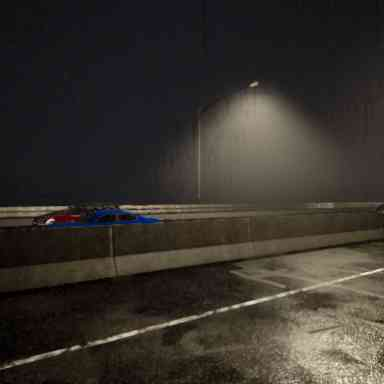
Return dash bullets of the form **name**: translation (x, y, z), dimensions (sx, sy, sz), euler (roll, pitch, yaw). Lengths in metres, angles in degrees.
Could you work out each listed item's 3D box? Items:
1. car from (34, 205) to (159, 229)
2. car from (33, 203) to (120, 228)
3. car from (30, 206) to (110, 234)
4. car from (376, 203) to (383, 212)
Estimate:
- **car**: translation (-3.740, 1.525, 14.200), dimensions (5.008, 1.535, 1.882), euler (1, 0, -35)
- **car**: translation (-5.523, 1.402, 17.225), dimensions (4.553, 1.767, 2.097), euler (1, 0, -35)
- **car**: translation (-7.356, 1.616, 20.217), dimensions (4.181, 1.385, 1.994), euler (1, 0, -35)
- **car**: translation (25.928, 1.973, 43.181), dimensions (5.008, 1.535, 1.882), euler (1, 0, -34)
